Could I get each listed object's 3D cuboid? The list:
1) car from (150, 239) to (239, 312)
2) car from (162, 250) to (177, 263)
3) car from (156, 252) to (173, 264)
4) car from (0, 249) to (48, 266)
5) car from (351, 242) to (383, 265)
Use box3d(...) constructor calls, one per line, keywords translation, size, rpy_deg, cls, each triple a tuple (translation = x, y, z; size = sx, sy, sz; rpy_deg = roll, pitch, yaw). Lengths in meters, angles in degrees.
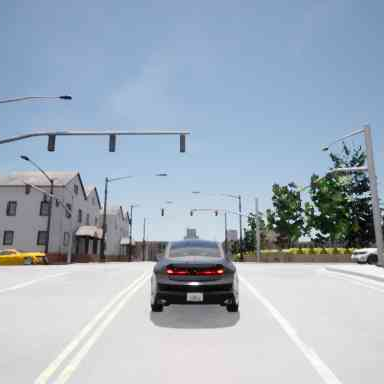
box3d(translation=(0.062, 1.985, 8.594), size=(1.837, 1.490, 4.892), rpy_deg=(0, -7, 0), cls="car")
box3d(translation=(-3.641, 10.730, 54.960), size=(2.150, 2.045, 5.566), rpy_deg=(0, -12, 0), cls="car")
box3d(translation=(-3.637, 8.885, 44.540), size=(1.812, 1.442, 4.674), rpy_deg=(0, -12, 0), cls="car")
box3d(translation=(-13.636, 5.130, 25.401), size=(5.008, 1.535, 1.882), rpy_deg=(-7, -12, 1), cls="car")
box3d(translation=(16.850, 5.313, 28.804), size=(5.566, 2.045, 2.150), rpy_deg=(0, -12, 1), cls="car")
